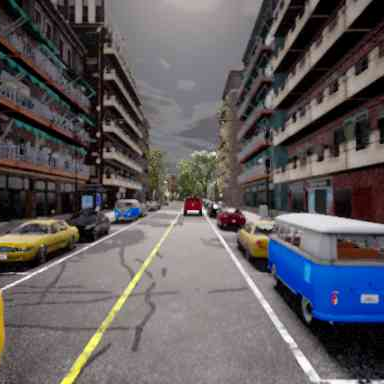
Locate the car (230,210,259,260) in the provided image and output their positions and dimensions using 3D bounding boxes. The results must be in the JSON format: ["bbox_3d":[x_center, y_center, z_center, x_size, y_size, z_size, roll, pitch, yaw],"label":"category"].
[{"bbox_3d":[2.713,1.637,12.652,1.752,1.417,4.829,1,-1,0],"label":"car"}]

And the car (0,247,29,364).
[{"bbox_3d":[-3.098,1.495,1.813,1.882,1.535,5.008,0,0,0],"label":"car"}]

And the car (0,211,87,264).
[{"bbox_3d":[-5.674,1.635,12.355,1.752,1.417,4.829,1,-1,0],"label":"car"}]

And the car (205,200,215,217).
[{"bbox_3d":[2.680,1.872,34.766,1.947,1.339,4.313,1,-1,0],"label":"car"}]

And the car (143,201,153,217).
[{"bbox_3d":[-5.667,1.858,34.807,2.008,1.369,4.403,1,-1,0],"label":"car"}]

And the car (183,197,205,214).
[{"bbox_3d":[0.116,1.577,40.324,2.150,2.045,5.566,0,0,0],"label":"car"}]

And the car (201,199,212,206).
[{"bbox_3d":[2.862,2.151,68.191,2.008,1.369,4.403,1,-1,0],"label":"car"}]

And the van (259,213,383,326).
[{"bbox_3d":[2.709,1.403,6.913,1.690,1.788,3.998,1,-1,0],"label":"van"}]

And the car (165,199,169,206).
[{"bbox_3d":[-5.744,2.187,68.637,1.802,1.307,4.206,1,-1,0],"label":"car"}]

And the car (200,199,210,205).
[{"bbox_3d":[2.865,2.201,73.761,2.008,1.369,4.403,1,-1,0],"label":"car"}]

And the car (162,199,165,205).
[{"bbox_3d":[-5.662,2.036,51.520,1.802,1.307,4.206,1,-1,0],"label":"car"}]

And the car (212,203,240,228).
[{"bbox_3d":[2.689,1.753,23.624,1.887,1.381,4.507,1,-1,0],"label":"car"}]

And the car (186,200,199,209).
[{"bbox_3d":[0.122,2.038,55.654,2.033,1.411,5.357,0,-1,0],"label":"car"}]

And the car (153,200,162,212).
[{"bbox_3d":[-5.663,1.956,45.950,2.008,1.369,4.403,1,-1,0],"label":"car"}]

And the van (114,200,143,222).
[{"bbox_3d":[-5.667,1.600,29.239,1.690,1.788,3.998,1,-1,0],"label":"van"}]

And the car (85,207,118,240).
[{"bbox_3d":[-5.673,1.726,18.096,1.947,1.339,4.313,1,-1,0],"label":"car"}]
